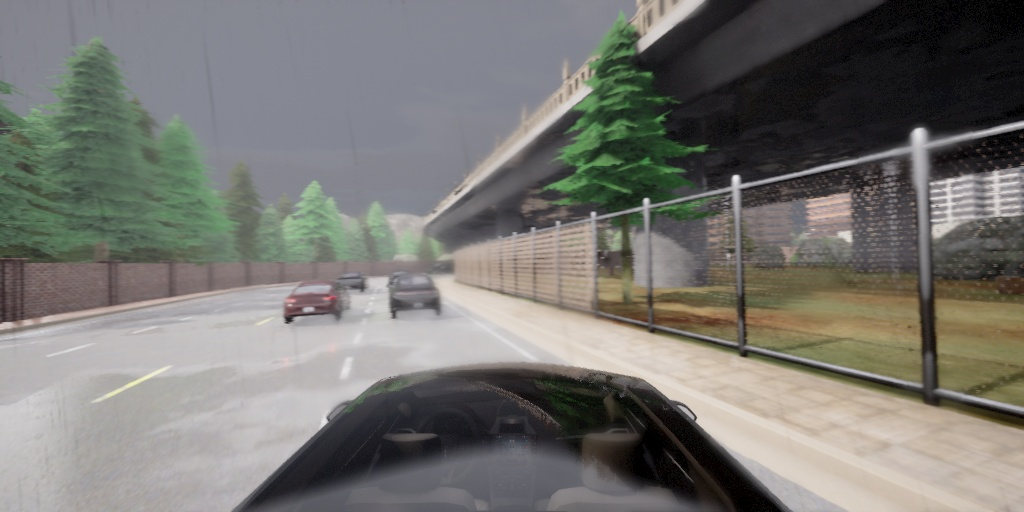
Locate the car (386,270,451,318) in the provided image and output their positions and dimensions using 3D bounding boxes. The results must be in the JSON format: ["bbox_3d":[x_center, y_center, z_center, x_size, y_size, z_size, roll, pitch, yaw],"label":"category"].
[{"bbox_3d":[-4.022,1.540,14.670,2.128,1.511,4.902,-1,-1,-19],"label":"car"}]

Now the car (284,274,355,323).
[{"bbox_3d":[-7.542,1.669,14.153,1.812,1.442,4.674,-1,-1,-19],"label":"car"}]

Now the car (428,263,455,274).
[{"bbox_3d":[-10.996,2.354,59.532,1.882,1.535,5.008,-3,-1,36],"label":"car"}]

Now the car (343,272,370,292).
[{"bbox_3d":[-12.178,1.960,27.675,2.128,1.511,4.902,-1,-1,-16],"label":"car"}]

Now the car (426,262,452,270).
[{"bbox_3d":[-12.565,2.197,63.341,2.150,2.045,5.566,-3,-1,39],"label":"car"}]

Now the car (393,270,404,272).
[{"bbox_3d":[-8.906,1.896,28.921,1.837,1.490,4.892,-2,0,-16],"label":"car"}]
